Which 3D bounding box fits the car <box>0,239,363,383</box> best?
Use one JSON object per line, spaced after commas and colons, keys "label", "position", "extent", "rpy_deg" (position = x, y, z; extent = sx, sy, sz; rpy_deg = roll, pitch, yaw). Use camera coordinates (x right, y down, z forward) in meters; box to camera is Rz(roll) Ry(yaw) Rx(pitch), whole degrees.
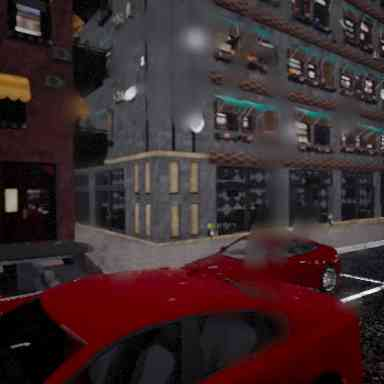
{"label": "car", "position": [-0.657, 1.479, 2.600], "extent": [5.008, 1.535, 1.882], "rpy_deg": [0, 0, -36]}

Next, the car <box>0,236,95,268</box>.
{"label": "car", "position": [-2.917, 1.442, 4.029], "extent": [4.097, 1.590, 1.967], "rpy_deg": [0, -1, -36]}

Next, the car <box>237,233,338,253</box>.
{"label": "car", "position": [1.598, 1.586, 7.255], "extent": [4.206, 1.307, 1.802], "rpy_deg": [0, -1, -36]}
